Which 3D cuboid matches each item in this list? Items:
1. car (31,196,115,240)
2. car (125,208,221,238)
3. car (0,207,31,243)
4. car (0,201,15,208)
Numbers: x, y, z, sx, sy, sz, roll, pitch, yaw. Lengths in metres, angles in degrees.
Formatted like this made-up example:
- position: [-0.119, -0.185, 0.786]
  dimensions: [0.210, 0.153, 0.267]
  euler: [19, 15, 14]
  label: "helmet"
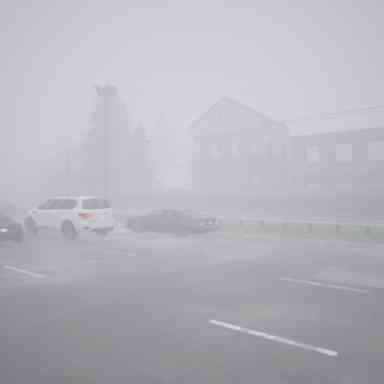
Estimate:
- position: [-6.371, 1.224, 17.128]
  dimensions: [5.566, 2.045, 2.150]
  euler: [0, 0, 36]
  label: "car"
- position: [-1.138, 1.549, 17.681]
  dimensions: [5.357, 1.411, 2.033]
  euler: [0, 0, 36]
  label: "car"
- position: [-9.477, 1.566, 15.044]
  dimensions: [4.181, 1.385, 1.994]
  euler: [0, 0, 36]
  label: "car"
- position: [-17.493, 1.496, 29.361]
  dimensions: [4.902, 1.511, 2.128]
  euler: [0, 0, 36]
  label: "car"
